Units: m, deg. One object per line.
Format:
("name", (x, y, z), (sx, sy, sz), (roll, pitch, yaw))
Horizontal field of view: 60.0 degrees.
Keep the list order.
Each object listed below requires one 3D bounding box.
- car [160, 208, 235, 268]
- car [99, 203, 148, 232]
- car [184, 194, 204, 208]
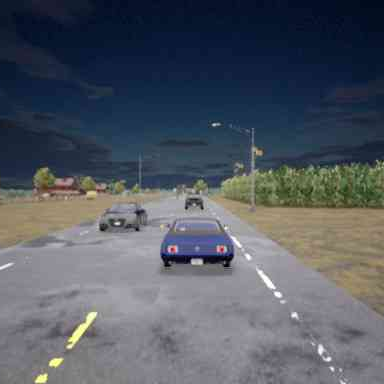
("car", (0.137, 1.413, 10.490), (1.895, 1.301, 4.718), (0, 1, 0))
("car", (-3.535, 1.264, 17.714), (1.994, 1.385, 4.181), (0, 1, 0))
("car", (0.227, 0.964, 36.032), (1.837, 1.490, 4.892), (0, 1, 0))
